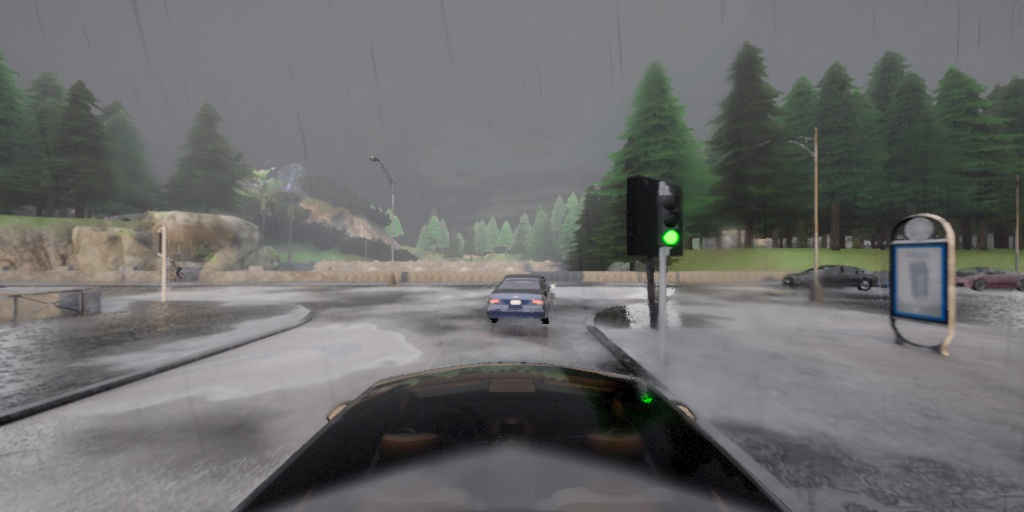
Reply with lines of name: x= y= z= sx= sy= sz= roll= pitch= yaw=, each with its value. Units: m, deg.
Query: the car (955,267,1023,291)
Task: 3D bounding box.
car: x=28.419 y=1.368 z=21.804 sx=4.181 sy=1.385 sz=1.994 roll=0 pitch=0 yaw=0

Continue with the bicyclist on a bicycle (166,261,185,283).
bicyclist on a bicycle: x=-24.498 y=1.165 z=26.050 sx=0.582 sy=1.620 sz=1.656 roll=0 pitch=0 yaw=0

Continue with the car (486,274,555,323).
car: x=0.448 y=1.325 z=12.320 sx=2.033 sy=1.411 sz=5.357 roll=0 pitch=0 yaw=8

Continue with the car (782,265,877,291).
car: x=19.214 y=1.309 z=21.814 sx=4.892 sy=1.490 sz=1.837 roll=0 pitch=0 yaw=0
